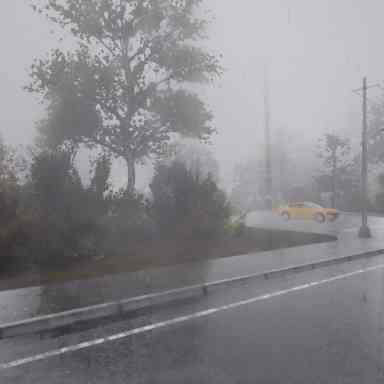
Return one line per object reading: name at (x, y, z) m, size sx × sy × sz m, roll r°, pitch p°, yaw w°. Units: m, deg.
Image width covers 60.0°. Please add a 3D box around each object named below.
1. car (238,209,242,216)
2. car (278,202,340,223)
car at (2.976, 1.584, 34.329) m, size 2.097 × 1.767 × 4.553 m, roll 0°, pitch -1°, yaw -43°
car at (9.308, 1.566, 26.838) m, size 1.882 × 1.535 × 5.008 m, roll 0°, pitch -1°, yaw -39°
